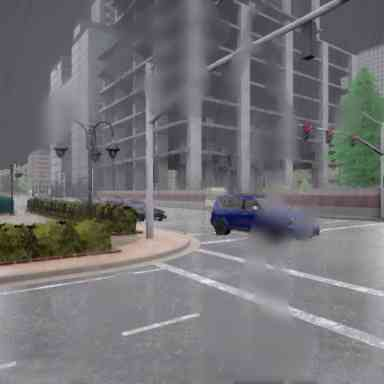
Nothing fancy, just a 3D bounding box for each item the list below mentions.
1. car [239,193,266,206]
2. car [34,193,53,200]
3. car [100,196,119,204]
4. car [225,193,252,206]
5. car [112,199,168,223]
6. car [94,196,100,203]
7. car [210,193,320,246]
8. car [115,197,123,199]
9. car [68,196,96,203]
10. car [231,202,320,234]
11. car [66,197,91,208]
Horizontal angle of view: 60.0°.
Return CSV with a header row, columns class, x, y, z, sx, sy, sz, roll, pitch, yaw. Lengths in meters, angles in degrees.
class,x,y,z,sx,sy,sz,roll,pitch,yaw
car,9.485,1.114,52.365,1.905,1.878,3.866,0,0,-36
car,-23.556,1.187,52.720,2.150,2.045,5.566,0,0,-36
car,-13.340,1.436,56.692,2.128,1.511,4.902,0,0,-36
car,7.095,1.114,50.650,1.905,1.878,3.866,0,0,-36
car,-3.968,1.492,25.584,2.033,1.411,5.357,0,0,-36
car,-19.444,1.436,65.103,2.128,1.511,4.902,0,0,-36
car,3.166,1.188,15.763,2.150,2.045,5.566,0,0,-36
car,-5.628,1.492,33.826,2.033,1.411,5.357,0,0,-36
car,-13.033,1.470,38.079,1.812,1.442,4.674,0,0,-36
car,4.785,1.426,19.814,1.882,1.535,5.008,0,0,-40
car,-16.972,1.492,49.512,2.033,1.411,5.357,0,0,-36
